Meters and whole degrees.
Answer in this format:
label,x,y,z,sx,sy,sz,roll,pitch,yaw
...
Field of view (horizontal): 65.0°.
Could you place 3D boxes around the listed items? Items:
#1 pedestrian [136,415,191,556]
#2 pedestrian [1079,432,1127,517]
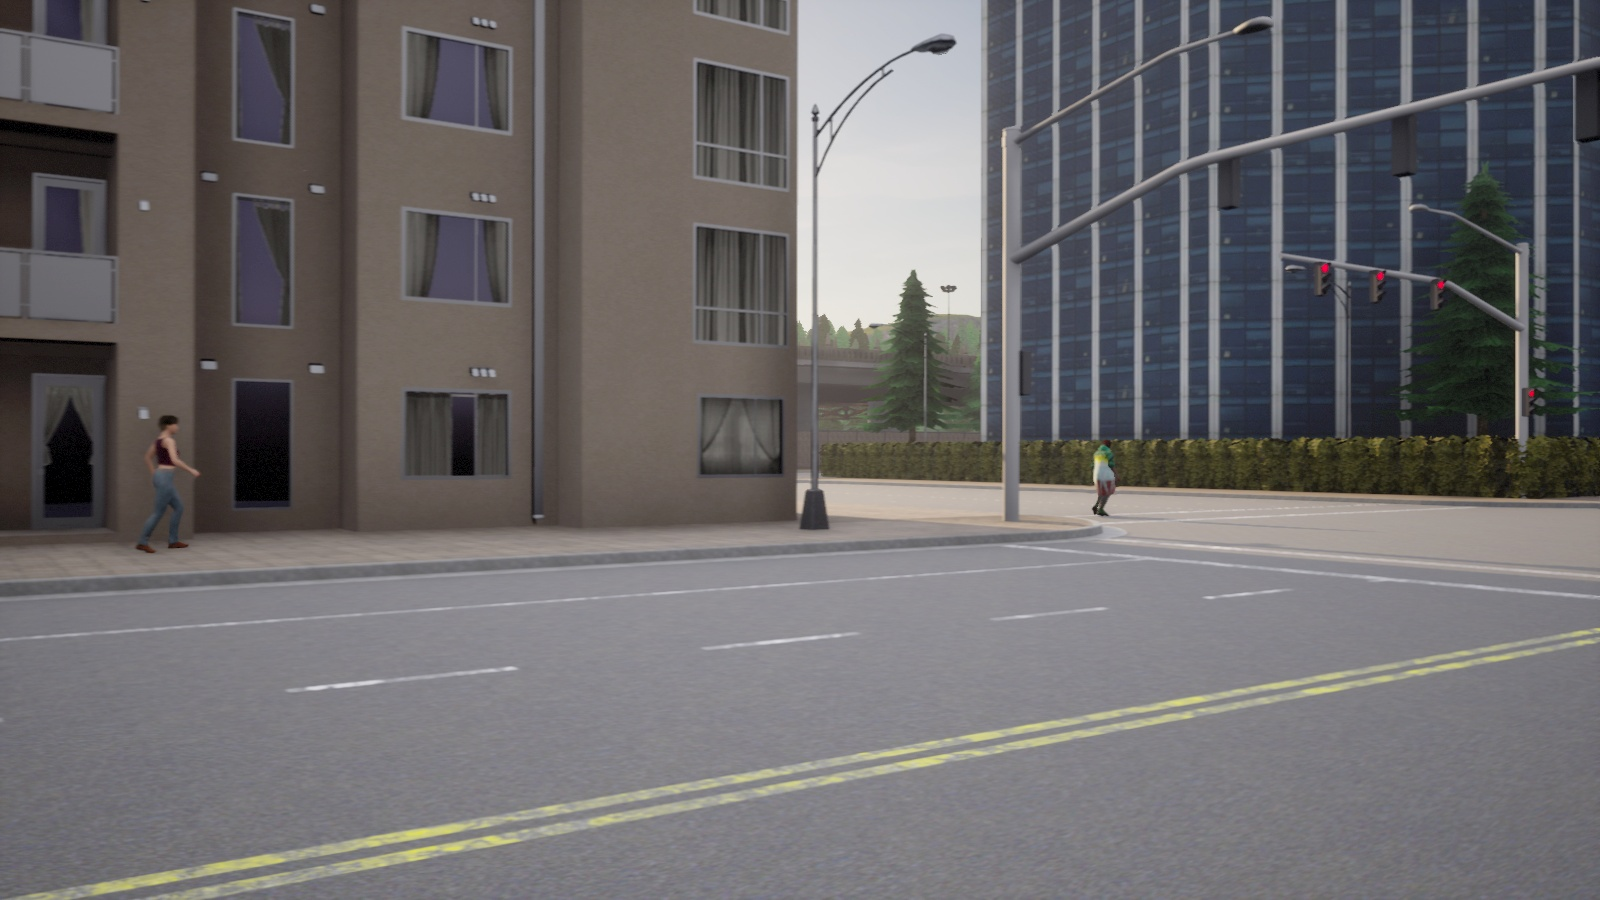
label,x,y,z,sx,sy,sz,roll,pitch,yaw
pedestrian,-8.453,0.462,16.673,0.594,1.836,0.345,0,0,-38
pedestrian,7.127,0.571,29.554,0.873,1.952,0.659,0,0,-27
